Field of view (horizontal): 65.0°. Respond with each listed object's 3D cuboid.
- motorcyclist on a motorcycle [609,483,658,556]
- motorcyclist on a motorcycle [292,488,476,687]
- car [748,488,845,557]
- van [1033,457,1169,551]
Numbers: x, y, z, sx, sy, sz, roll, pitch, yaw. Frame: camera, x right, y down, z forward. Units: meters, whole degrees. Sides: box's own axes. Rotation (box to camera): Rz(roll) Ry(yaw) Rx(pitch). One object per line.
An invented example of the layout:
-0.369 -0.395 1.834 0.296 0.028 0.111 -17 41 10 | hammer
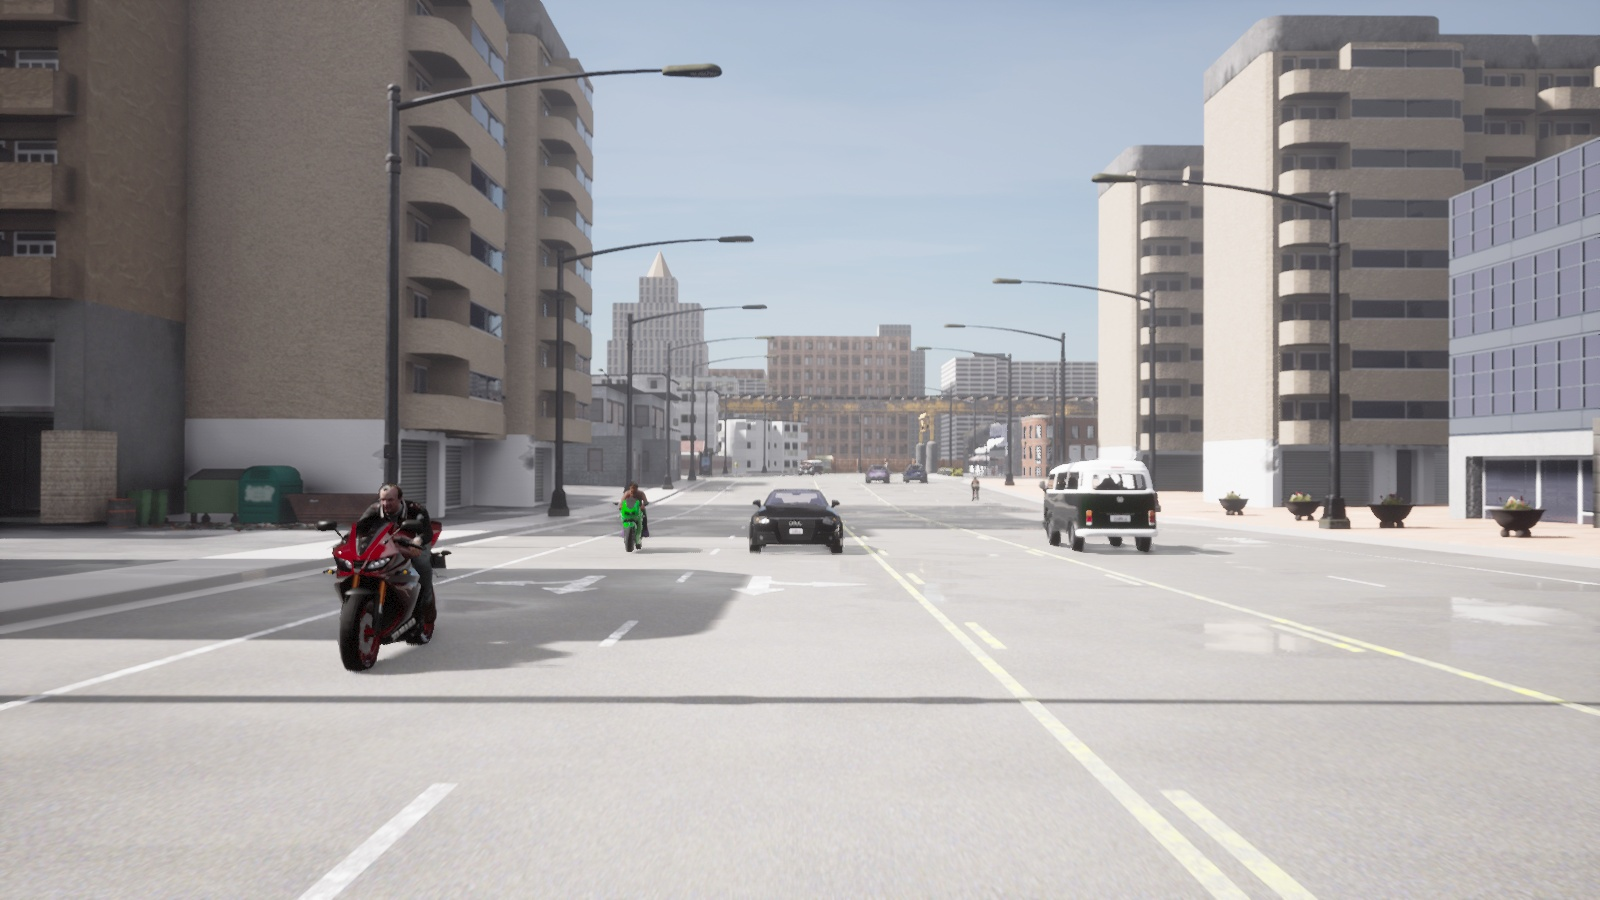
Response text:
-3.571 1.469 27.132 0.797 1.523 2.044 0 -1 0 | motorcyclist on a motorcycle
-3.528 1.103 10.889 0.866 1.530 2.191 0 -1 0 | motorcyclist on a motorcycle
-0.073 1.560 27.981 1.994 1.385 4.181 0 -2 0 | car
6.923 1.231 29.411 2.069 2.038 4.480 0 -2 0 | van
